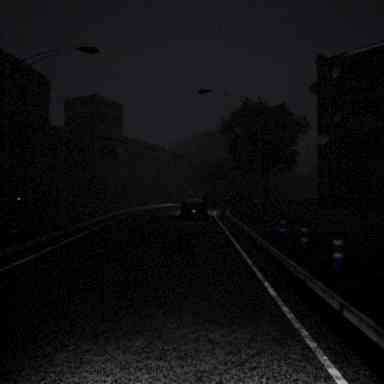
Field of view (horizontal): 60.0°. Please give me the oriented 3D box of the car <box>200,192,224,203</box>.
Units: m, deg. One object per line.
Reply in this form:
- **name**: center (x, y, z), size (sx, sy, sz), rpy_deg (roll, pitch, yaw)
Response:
- **car**: center (1.560, 0.729, 41.874), size (1.837, 1.490, 4.892), rpy_deg (-2, 0, 38)

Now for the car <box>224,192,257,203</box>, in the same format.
- **car**: center (5.938, 0.648, 41.622), size (2.033, 1.411, 5.357), rpy_deg (-1, 1, 43)

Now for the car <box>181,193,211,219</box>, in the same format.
- **car**: center (0.227, 1.089, 24.444), size (1.882, 1.535, 5.008), rpy_deg (0, 1, 2)
